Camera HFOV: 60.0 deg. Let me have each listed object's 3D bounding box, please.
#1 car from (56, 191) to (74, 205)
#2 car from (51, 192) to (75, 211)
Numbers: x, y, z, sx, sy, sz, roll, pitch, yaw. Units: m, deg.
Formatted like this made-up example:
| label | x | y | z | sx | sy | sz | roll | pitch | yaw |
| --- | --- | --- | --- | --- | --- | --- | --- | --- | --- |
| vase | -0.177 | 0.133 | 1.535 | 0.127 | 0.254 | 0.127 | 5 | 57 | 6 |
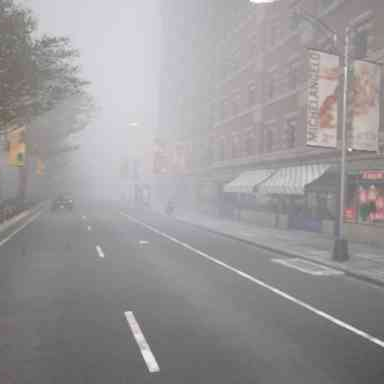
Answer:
| label | x | y | z | sx | sy | sz | roll | pitch | yaw |
| --- | --- | --- | --- | --- | --- | --- | --- | --- | --- |
| car | -17.039 | 0.749 | 44.713 | 2.097 | 1.767 | 4.553 | 2 | 0 | -20 |
| car | -12.671 | 1.059 | 32.634 | 1.837 | 1.490 | 4.892 | 2 | 0 | -20 |
